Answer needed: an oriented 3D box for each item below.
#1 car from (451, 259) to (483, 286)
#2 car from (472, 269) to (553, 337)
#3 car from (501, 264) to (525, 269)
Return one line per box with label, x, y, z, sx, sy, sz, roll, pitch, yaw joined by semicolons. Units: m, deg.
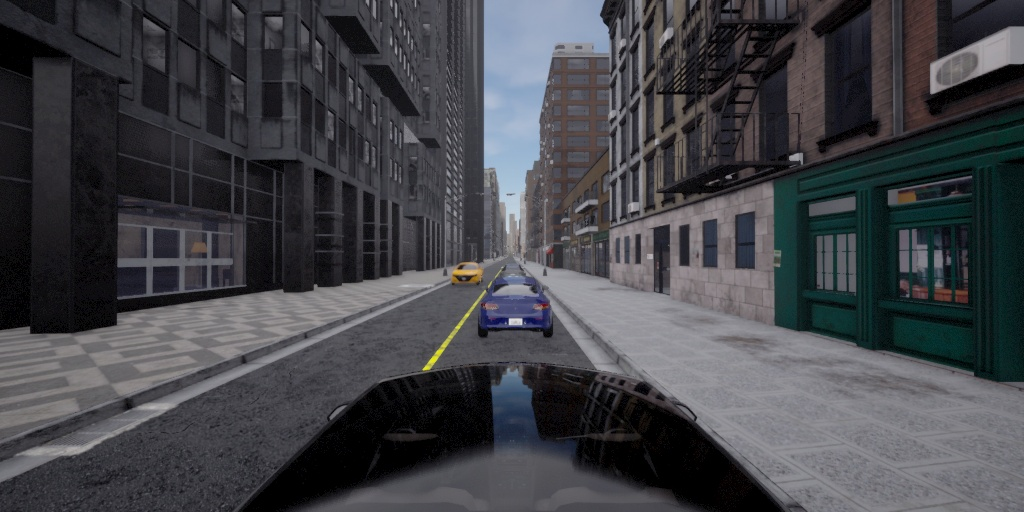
car;-3.135;1.230;25.872;1.882;1.535;5.008;0;0;0
car;0.087;1.277;10.161;1.812;1.442;4.674;0;0;0
car;0.061;1.317;28.211;1.994;1.385;4.181;0;0;0
